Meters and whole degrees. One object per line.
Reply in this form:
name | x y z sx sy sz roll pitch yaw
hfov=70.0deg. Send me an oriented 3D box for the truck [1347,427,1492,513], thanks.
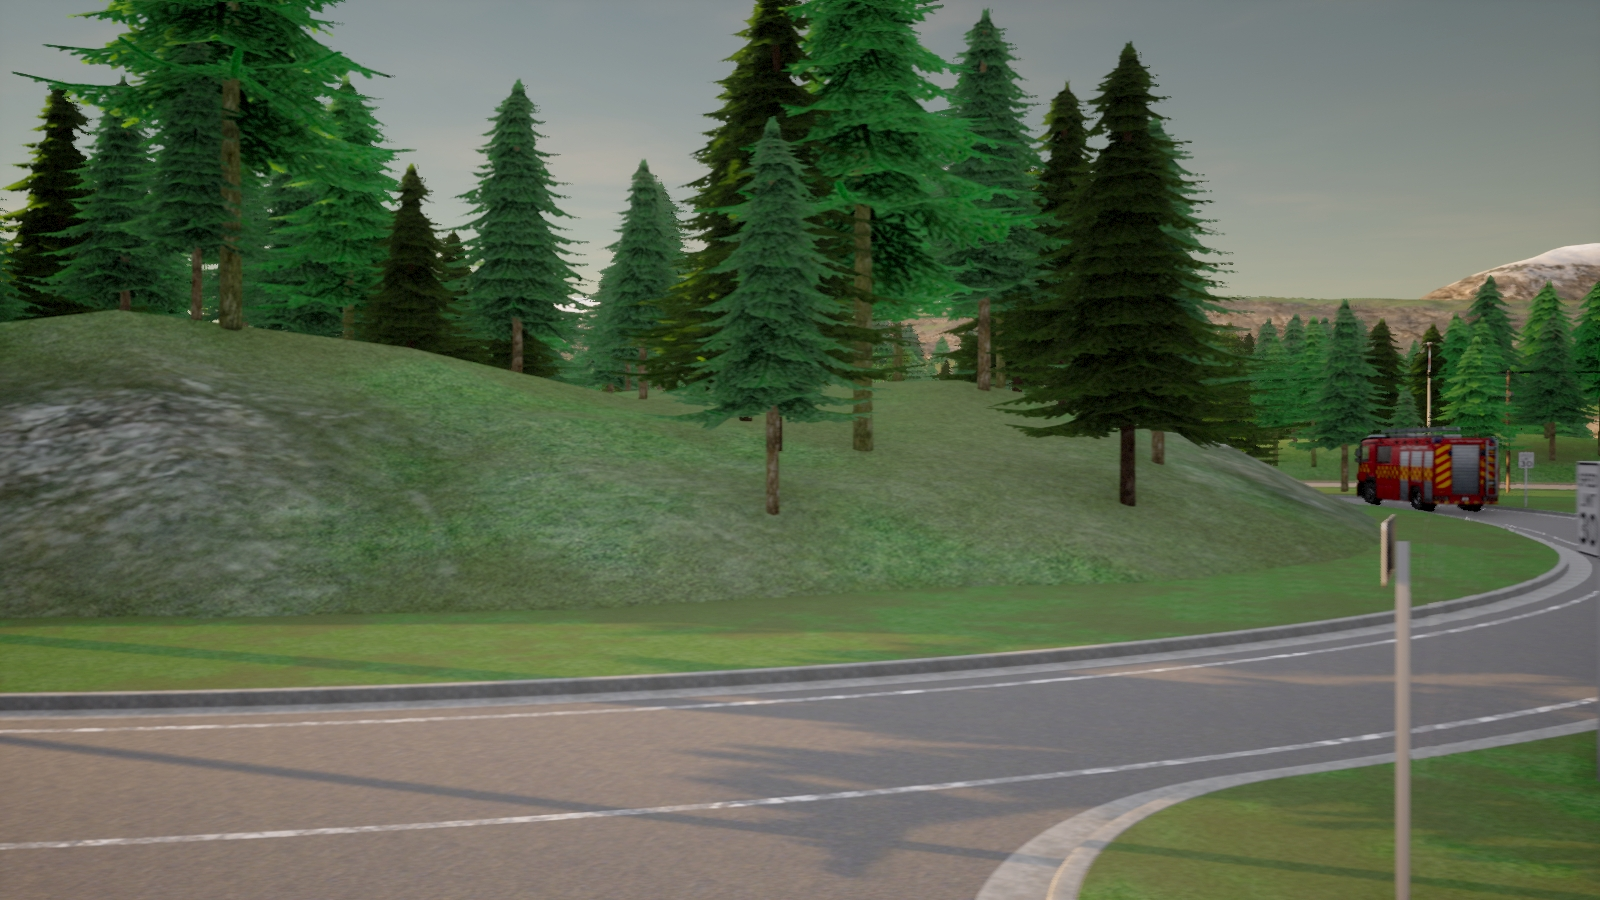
truck | 29.744 0.890 55.379 2.891 3.827 8.468 0 0 4
